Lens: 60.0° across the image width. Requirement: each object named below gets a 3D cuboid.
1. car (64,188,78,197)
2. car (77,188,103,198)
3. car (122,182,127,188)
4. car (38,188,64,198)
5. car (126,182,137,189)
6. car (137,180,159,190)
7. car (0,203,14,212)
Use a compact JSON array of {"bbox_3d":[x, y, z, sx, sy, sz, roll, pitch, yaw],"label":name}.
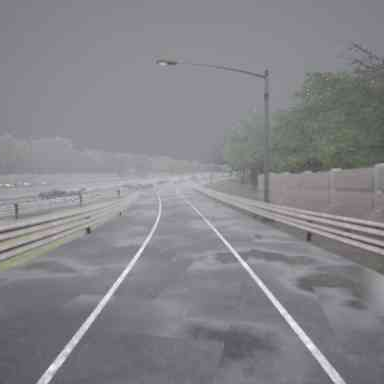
[{"bbox_3d":[-18.091,0.025,53.748,1.812,1.442,4.674,0,4,13],"label":"car"},{"bbox_3d":[-15.112,0.185,51.038,1.812,1.442,4.674,0,4,13],"label":"car"},{"bbox_3d":[-15.386,-1.740,81.837,1.895,1.301,4.718,0,4,13],"label":"car"},{"bbox_3d":[-21.944,0.146,52.564,2.033,1.411,5.357,0,4,13],"label":"car"},{"bbox_3d":[-12.848,-1.495,77.154,1.994,1.385,4.181,0,4,13],"label":"car"},{"bbox_3d":[-9.874,-1.349,74.418,2.033,1.411,5.357,0,4,13],"label":"car"},{"bbox_3d":[-19.489,1.529,31.505,2.033,1.411,5.357,0,4,13],"label":"car"}]
